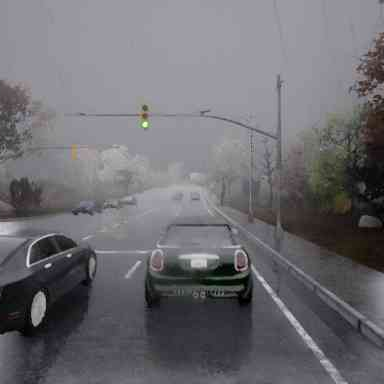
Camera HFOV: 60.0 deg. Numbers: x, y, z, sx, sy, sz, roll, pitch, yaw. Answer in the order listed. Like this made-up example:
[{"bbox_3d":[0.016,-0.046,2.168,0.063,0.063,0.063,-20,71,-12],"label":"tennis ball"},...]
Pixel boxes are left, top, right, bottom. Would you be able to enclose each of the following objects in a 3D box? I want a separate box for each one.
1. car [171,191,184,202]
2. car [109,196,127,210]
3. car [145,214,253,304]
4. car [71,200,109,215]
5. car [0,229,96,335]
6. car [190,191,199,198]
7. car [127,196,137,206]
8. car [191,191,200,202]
[{"bbox_3d":[-2.974,1.076,64.561,2.033,1.411,5.357,0,3,1],"label":"car"},{"bbox_3d":[-10.255,1.568,43.588,1.994,1.385,4.181,0,0,1],"label":"car"},{"bbox_3d":[0.146,1.352,8.312,2.097,1.767,4.553,0,0,0],"label":"car"},{"bbox_3d":[-10.360,1.550,33.632,2.033,1.411,5.357,0,0,1],"label":"car"},{"bbox_3d":[-3.378,1.506,6.731,1.837,1.490,4.892,0,0,0],"label":"car"},{"bbox_3d":[0.621,0.523,75.103,2.033,1.411,5.357,0,3,1],"label":"car"},{"bbox_3d":[-10.163,1.432,53.701,1.882,1.535,5.008,0,1,1],"label":"car"},{"bbox_3d":[0.626,1.059,64.846,2.033,1.411,5.357,0,3,1],"label":"car"}]
